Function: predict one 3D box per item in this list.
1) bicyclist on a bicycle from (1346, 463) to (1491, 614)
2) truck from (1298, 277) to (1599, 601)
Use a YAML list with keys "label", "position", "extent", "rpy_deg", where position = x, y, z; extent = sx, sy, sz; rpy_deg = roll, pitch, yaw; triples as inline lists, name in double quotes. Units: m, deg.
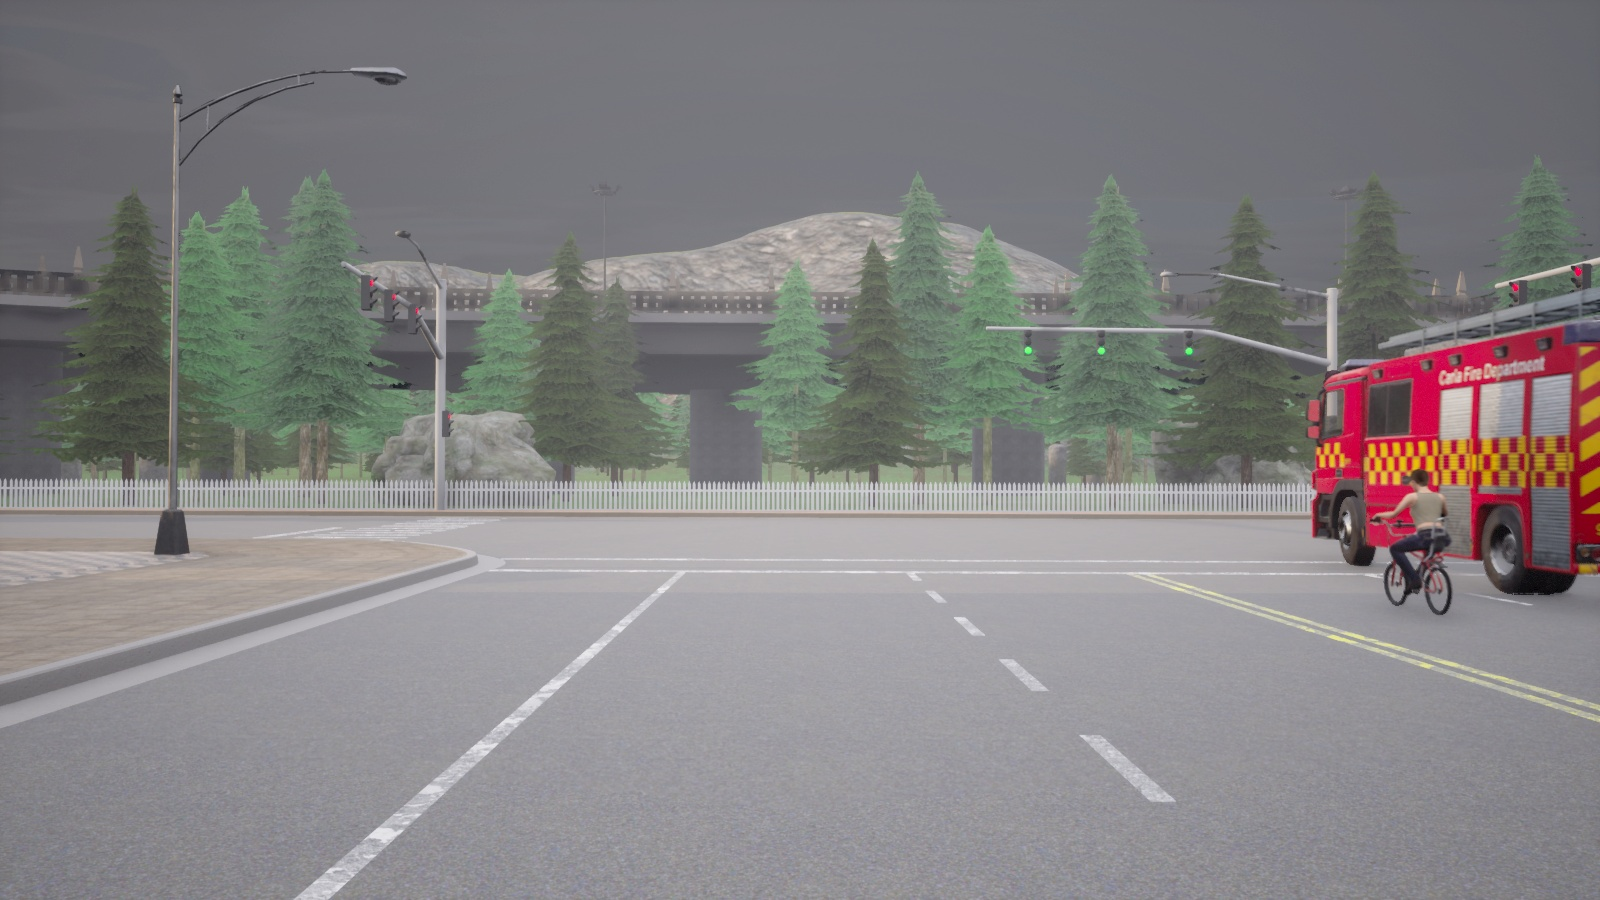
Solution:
- label: "bicyclist on a bicycle"
  position: [6.966, 0.962, 14.236]
  extent: [0.866, 1.612, 1.509]
  rpy_deg: [0, -1, 0]
- label: "truck"
  position: [10.572, -0.074, 19.031]
  extent: [2.891, 3.827, 8.468]
  rpy_deg: [0, -1, 2]
